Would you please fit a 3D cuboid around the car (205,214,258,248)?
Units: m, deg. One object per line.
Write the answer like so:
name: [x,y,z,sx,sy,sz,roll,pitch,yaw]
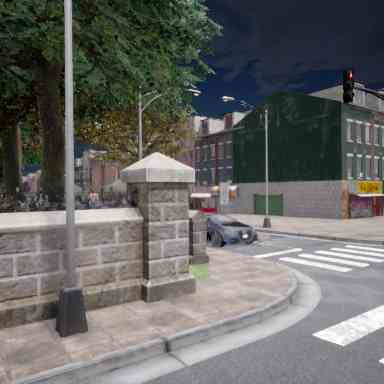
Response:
car: [1.132,1.748,15.897,1.994,1.385,4.181,-1,-1,-35]
